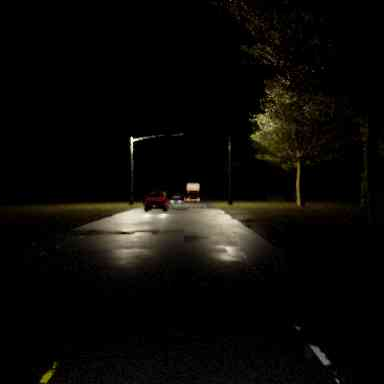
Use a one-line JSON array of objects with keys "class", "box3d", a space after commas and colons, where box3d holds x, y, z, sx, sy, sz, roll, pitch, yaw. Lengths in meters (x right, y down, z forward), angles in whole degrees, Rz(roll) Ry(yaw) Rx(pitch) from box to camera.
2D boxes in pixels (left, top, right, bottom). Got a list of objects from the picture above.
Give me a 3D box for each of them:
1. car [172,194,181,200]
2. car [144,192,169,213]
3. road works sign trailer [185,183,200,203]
[{"class": "car", "box3d": [-3.506, 1.091, 75.621, 1.895, 1.301, 4.718, 0, 0, 0]}, {"class": "car", "box3d": [-3.599, 0.987, 34.479, 2.150, 2.045, 5.566, 0, 0, 0]}, {"class": "road works sign trailer", "box3d": [0.215, 0.146, 61.535, 2.380, 3.560, 2.880, 0, 0, 2]}]
